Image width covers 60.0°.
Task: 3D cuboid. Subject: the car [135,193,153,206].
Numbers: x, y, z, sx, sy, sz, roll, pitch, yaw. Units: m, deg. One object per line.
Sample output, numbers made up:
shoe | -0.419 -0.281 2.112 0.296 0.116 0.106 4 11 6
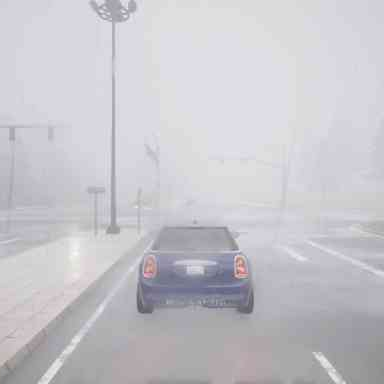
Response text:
car | -8.266 1.352 55.975 2.097 1.767 4.553 0 0 -1

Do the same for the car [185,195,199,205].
car | -0.157 1.526 54.615 1.812 1.442 4.674 0 0 -1

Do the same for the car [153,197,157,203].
car | -8.364 1.547 65.589 2.033 1.411 5.357 0 0 0

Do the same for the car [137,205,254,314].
car | 0.071 1.352 7.796 2.097 1.767 4.553 0 0 0
